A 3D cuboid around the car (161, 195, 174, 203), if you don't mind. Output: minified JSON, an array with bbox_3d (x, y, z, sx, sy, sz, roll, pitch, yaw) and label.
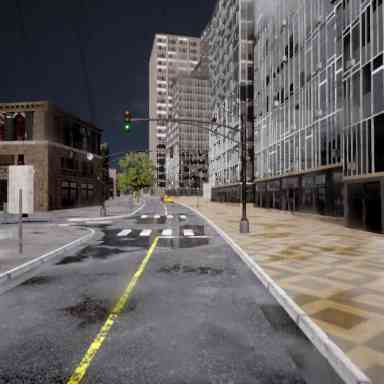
[{"bbox_3d":[-4.815,1.476,68.177,1.882,1.535,5.008,0,0,-8],"label":"car"}]
